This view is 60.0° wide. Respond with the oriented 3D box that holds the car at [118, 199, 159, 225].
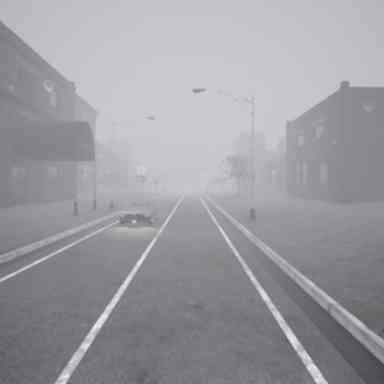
[{"bbox_3d":[-3.047,1.110,20.182,2.033,1.411,5.357,0,1,0],"label":"car"}]
